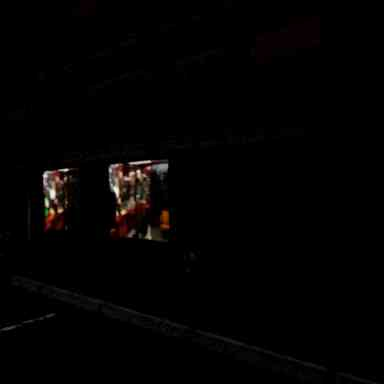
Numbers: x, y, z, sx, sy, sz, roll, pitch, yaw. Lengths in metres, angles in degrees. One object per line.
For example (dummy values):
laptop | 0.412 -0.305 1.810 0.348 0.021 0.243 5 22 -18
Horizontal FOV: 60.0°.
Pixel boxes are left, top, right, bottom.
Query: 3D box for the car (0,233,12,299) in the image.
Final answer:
car | -5.614 1.280 6.714 5.009 1.841 2.192 0 -1 36
